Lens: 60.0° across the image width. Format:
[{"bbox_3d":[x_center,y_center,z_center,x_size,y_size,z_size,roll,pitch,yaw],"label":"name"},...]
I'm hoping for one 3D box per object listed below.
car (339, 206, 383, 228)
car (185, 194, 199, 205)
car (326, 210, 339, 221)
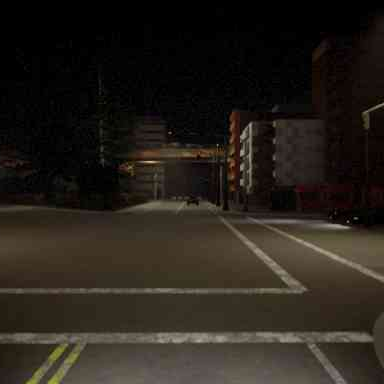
[{"bbox_3d":[13.373,1.671,22.830,5.357,1.411,2.033,1,0,0],"label":"car"},{"bbox_3d":[0.131,1.532,57.957,1.837,1.490,4.892,0,0,0],"label":"car"},{"bbox_3d":[13.186,1.721,26.326,4.718,1.301,1.895,1,0,0],"label":"car"}]
